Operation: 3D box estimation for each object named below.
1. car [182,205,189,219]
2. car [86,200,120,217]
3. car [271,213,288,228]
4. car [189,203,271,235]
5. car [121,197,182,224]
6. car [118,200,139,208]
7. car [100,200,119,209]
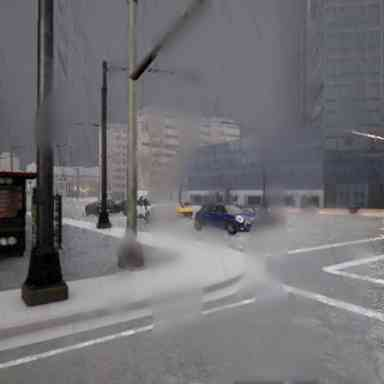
[{"bbox_3d":[-1.740,1.758,31.236,1.882,1.535,5.008,0,-1,-36],"label":"car"},{"bbox_3d":[-10.365,1.906,37.182,2.128,1.511,4.902,0,-1,-36],"label":"car"},{"bbox_3d":[4.027,1.712,23.292,2.033,1.411,5.357,0,-1,-36],"label":"car"},{"bbox_3d":[2.128,1.487,19.947,2.097,1.767,4.553,0,-1,-36],"label":"car"},{"bbox_3d":[-3.507,1.467,27.715,2.150,2.045,5.566,0,-1,-36],"label":"car"},{"bbox_3d":[-12.234,2.281,63.920,2.128,1.511,4.902,0,-1,-36],"label":"car"},{"bbox_3d":[-15.645,2.298,62.657,1.837,1.490,4.892,0,-1,-36],"label":"car"}]
